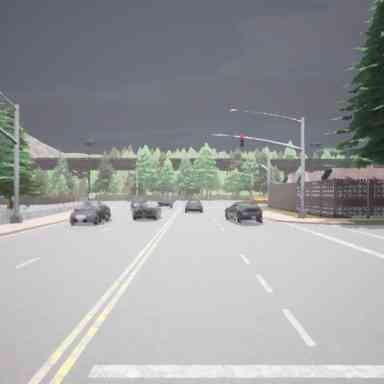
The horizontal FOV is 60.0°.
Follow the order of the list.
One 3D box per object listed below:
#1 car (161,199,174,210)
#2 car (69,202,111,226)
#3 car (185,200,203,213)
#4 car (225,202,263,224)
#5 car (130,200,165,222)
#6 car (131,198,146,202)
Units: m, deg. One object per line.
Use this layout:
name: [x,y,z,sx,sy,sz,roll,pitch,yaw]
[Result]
car: [-3.371,1.512,43.722,1.895,1.301,4.718,0,0,0]
car: [-7.028,1.491,23.408,2.128,1.511,4.902,0,0,0]
car: [0.209,1.563,36.970,1.994,1.385,4.181,0,0,0]
car: [3.832,1.504,25.116,1.837,1.490,4.892,-2,0,-9]
car: [-3.518,1.600,26.600,1.895,1.301,4.718,0,0,0]
car: [-6.871,1.503,43.759,2.128,1.511,4.902,0,0,0]
